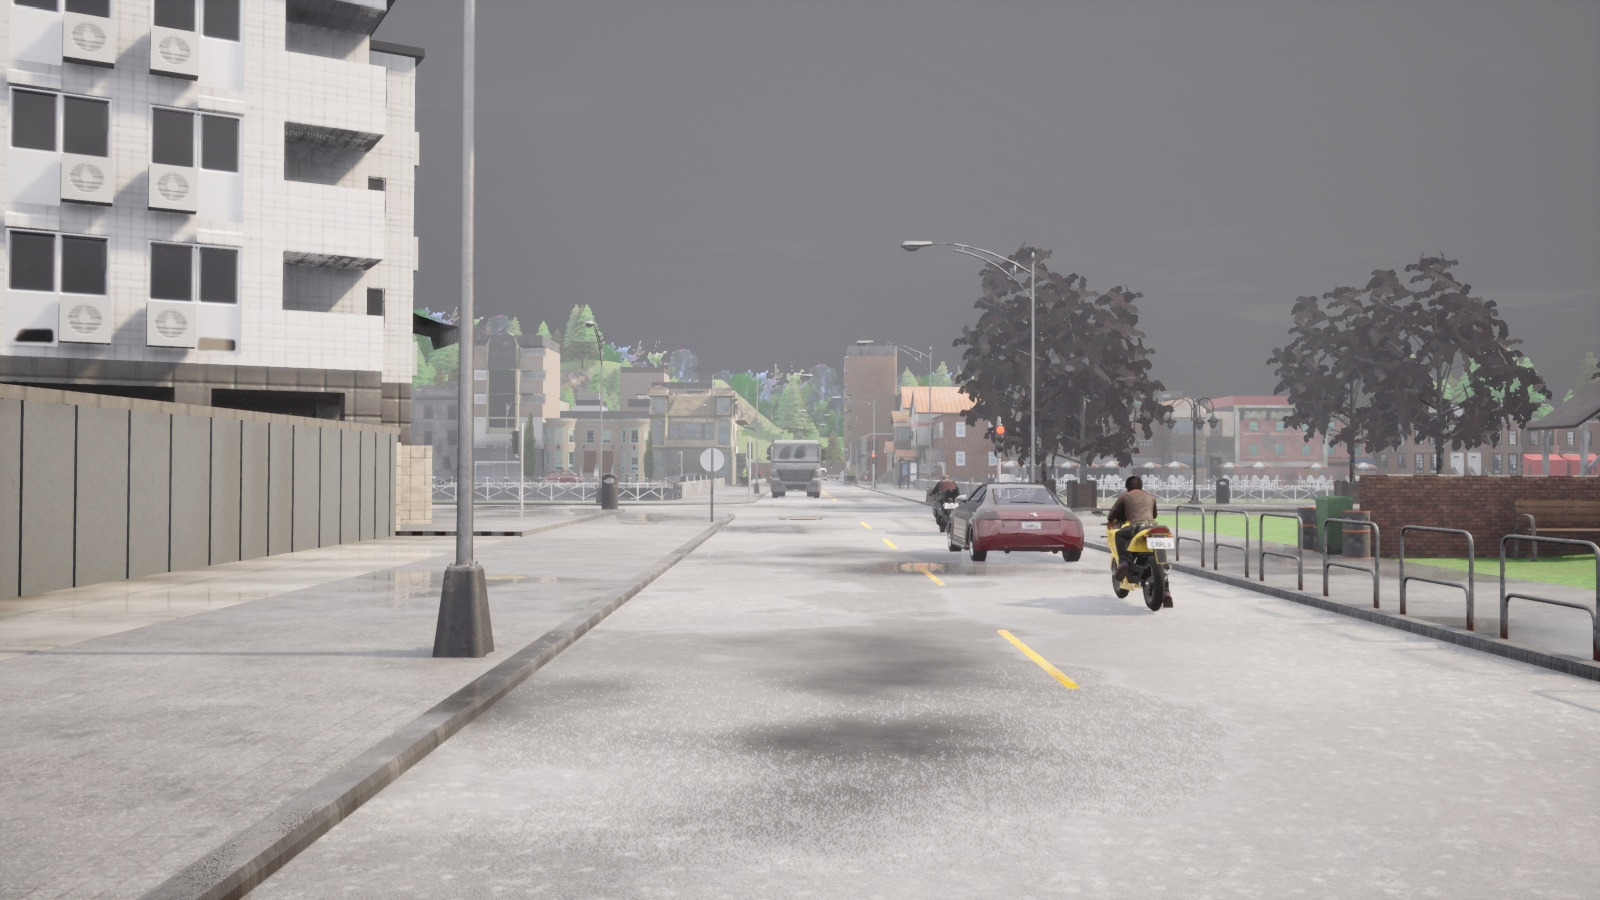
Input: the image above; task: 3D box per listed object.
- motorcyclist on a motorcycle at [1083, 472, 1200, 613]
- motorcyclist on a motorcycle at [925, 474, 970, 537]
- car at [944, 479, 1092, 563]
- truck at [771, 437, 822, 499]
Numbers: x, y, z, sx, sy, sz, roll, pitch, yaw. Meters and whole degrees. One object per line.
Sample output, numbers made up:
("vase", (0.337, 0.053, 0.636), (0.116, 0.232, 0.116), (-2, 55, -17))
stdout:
("motorcyclist on a motorcycle", (3.957, 1.028, 14.727), (0.797, 1.523, 2.044), (0, -1, 0))
("motorcyclist on a motorcycle", (3.677, 1.362, 31.448), (0.866, 1.530, 2.191), (0, -1, 0))
("car", (3.933, 1.254, 23.348), (1.994, 1.385, 4.181), (0, -1, 0))
("truck", (-0.218, 1.085, 74.708), (2.891, 3.462, 7.936), (0, -1, 0))
